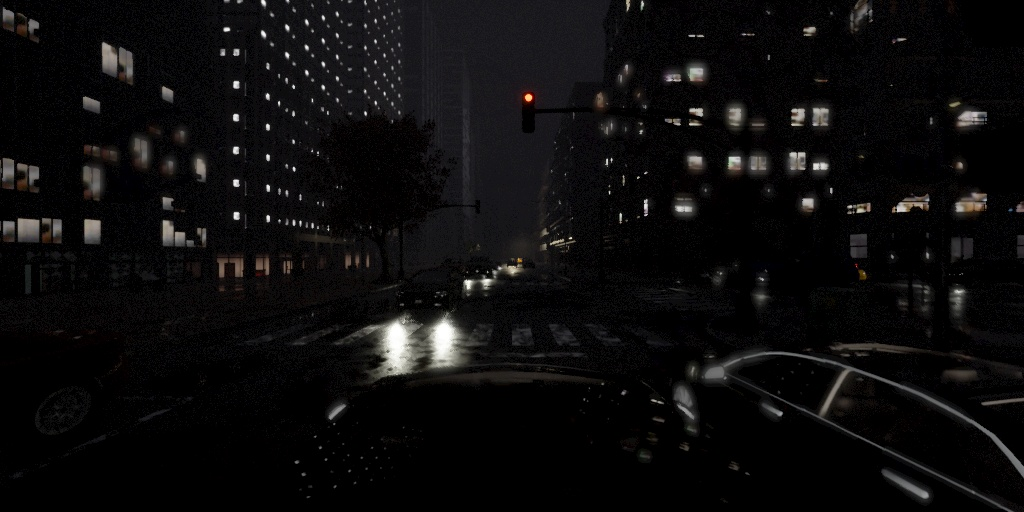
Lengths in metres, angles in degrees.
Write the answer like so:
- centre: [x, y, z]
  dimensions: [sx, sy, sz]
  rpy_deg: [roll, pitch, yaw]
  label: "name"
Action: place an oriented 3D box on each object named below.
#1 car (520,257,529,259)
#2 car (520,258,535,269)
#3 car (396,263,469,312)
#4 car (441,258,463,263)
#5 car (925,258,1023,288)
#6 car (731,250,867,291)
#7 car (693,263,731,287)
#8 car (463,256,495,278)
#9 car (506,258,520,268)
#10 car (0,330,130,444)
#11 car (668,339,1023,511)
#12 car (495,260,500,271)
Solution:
- centre: [2.719, 1.323, 62.763]
  dimensions: [1.751, 1.417, 4.829]
  rpy_deg: [0, 0, 0]
  label: "car"
- centre: [2.717, 1.357, 57.070]
  dimensions: [1.948, 1.339, 4.313]
  rpy_deg: [0, 0, 0]
  label: "car"
- centre: [-3.093, 1.231, 14.354]
  dimensions: [1.882, 1.535, 5.008]
  rpy_deg: [0, 0, 0]
  label: "car"
- centre: [-5.676, 1.083, 34.984]
  dimensions: [2.192, 1.841, 5.009]
  rpy_deg: [0, 0, 0]
  label: "car"
- centre: [25.527, 0.885, 19.529]
  dimensions: [4.892, 1.490, 1.837]
  rpy_deg: [-1, 0, -1]
  label: "car"
- centre: [15.435, 0.742, 19.433]
  dimensions: [5.566, 2.045, 2.150]
  rpy_deg: [-1, 0, -1]
  label: "car"
- centre: [13.444, 1.098, 22.003]
  dimensions: [4.403, 1.370, 2.007]
  rpy_deg: [0, 0, -1]
  label: "car"
- centre: [-3.084, 0.985, 34.601]
  dimensions: [2.150, 2.045, 5.566]
  rpy_deg: [0, 1, 0]
  label: "car"
- centre: [0.029, 1.292, 64.303]
  dimensions: [2.128, 1.511, 4.902]
  rpy_deg: [0, 0, 0]
  label: "car"
- centre: [-5.692, 1.295, 2.596]
  dimensions: [1.888, 1.381, 4.507]
  rpy_deg: [0, 0, 0]
  label: "car"
- centre: [2.689, 1.300, 2.592]
  dimensions: [2.007, 1.370, 4.403]
  rpy_deg: [0, 0, 0]
  label: "car"
- centre: [-3.073, 1.308, 49.946]
  dimensions: [1.812, 1.442, 4.674]
  rpy_deg: [0, 0, 0]
  label: "car"
